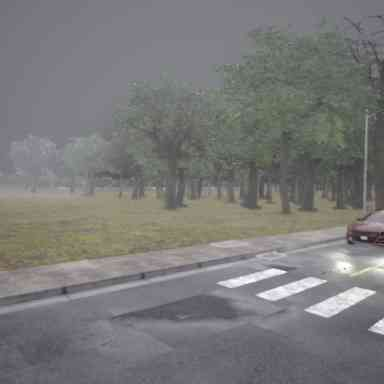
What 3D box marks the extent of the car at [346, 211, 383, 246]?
[{"bbox_3d":[8.875,1.628,15.241,5.008,1.535,1.882,1,1,-42],"label":"car"}]
